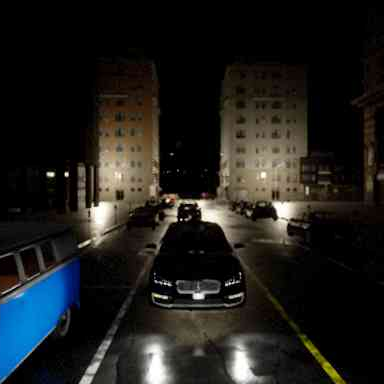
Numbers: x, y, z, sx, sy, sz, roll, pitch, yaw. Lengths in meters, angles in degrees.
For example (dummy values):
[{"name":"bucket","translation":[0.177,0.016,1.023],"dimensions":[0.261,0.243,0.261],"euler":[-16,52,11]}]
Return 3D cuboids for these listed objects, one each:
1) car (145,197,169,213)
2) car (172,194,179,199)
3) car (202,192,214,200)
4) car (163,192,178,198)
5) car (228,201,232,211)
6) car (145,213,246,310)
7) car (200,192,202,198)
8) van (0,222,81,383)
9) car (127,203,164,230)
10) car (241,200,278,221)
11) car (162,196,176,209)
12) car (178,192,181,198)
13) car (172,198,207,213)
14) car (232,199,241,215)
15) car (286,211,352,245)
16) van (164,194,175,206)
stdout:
[{"name":"car","translation":[-3.089,1.408,26.403],"dimensions":[1.967,1.590,4.097],"euler":[0,0,-1]},{"name":"car","translation":[-4.479,1.276,92.745],"dimensions":[1.752,1.417,4.829],"euler":[0,0,-1]},{"name":"car","translation":[4.280,1.117,81.758],"dimensions":[2.192,1.841,5.009],"euler":[0,0,-1]},{"name":"car","translation":[-3.562,1.240,48.957],"dimensions":[2.192,1.841,5.009],"euler":[0,0,-1]},{"name":"car","translation":[5.199,1.492,37.834],"dimensions":[1.887,1.381,4.507],"euler":[0,0,-1]},{"name":"car","translation":[0.058,1.500,8.027],"dimensions":[1.837,1.490,4.892],"euler":[0,0,-1]},{"name":"car","translation":[4.042,1.296,93.069],"dimensions":[1.887,1.381,4.507],"euler":[0,0,-1]},{"name":"van","translation":[-2.616,1.339,3.848],"dimensions":[1.690,1.788,3.998],"euler":[0,0,-1]},{"name":"car","translation":[-2.970,1.559,20.763],"dimensions":[1.802,1.307,4.206],"euler":[0,0,-1]},{"name":"car","translation":[5.436,1.409,26.557],"dimensions":[1.967,1.590,4.097],"euler":[0,0,-1]},{"name":"car","translation":[-3.444,1.501,43.319],"dimensions":[1.947,1.339,4.313],"euler":[0,0,-1]},{"name":"car","translation":[-4.242,1.327,81.437],"dimensions":[1.752,1.417,4.829],"euler":[0,0,-1]},{"name":"car","translation":[-0.223,1.461,25.554],"dimensions":[2.128,1.511,4.902],"euler":[0,0,-2]},{"name":"car","translation":[5.318,1.540,32.196],"dimensions":[1.802,1.307,4.206],"euler":[0,0,-1]},{"name":"car","translation":[5.672,1.539,15.281],"dimensions":[2.008,1.369,4.403],"euler":[0,0,-1]},{"name":"van","translation":[-3.680,1.253,54.597],"dimensions":[1.690,1.788,3.998],"euler":[0,0,-1]}]
